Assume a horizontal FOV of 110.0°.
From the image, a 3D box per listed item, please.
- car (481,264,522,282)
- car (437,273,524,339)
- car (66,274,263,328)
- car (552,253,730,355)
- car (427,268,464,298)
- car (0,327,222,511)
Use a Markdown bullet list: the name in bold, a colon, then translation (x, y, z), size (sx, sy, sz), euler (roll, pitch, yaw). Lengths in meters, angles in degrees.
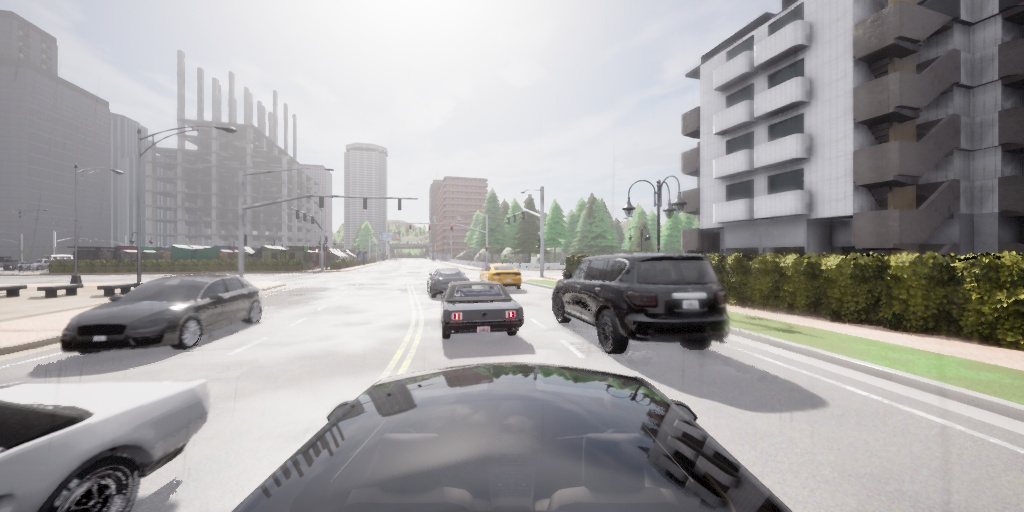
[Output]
- **car**: translation (-0.798, 1.228, 22.384), size (1.882, 1.535, 5.008), euler (0, 0, -14)
- **car**: translation (-1.078, 1.351, 10.157), size (1.895, 1.301, 4.718), euler (0, 0, -12)
- **car**: translation (-8.100, 1.254, 8.956), size (1.837, 1.490, 4.892), euler (0, 0, -13)
- **car**: translation (2.693, 0.968, 8.966), size (2.150, 2.045, 5.566), euler (0, -1, -10)
- **car**: translation (-3.323, 1.314, 18.624), size (1.994, 1.385, 4.181), euler (0, 0, -16)
- **car**: translation (-3.665, 1.351, 1.035), size (1.895, 1.301, 4.718), euler (0, 0, -1)
